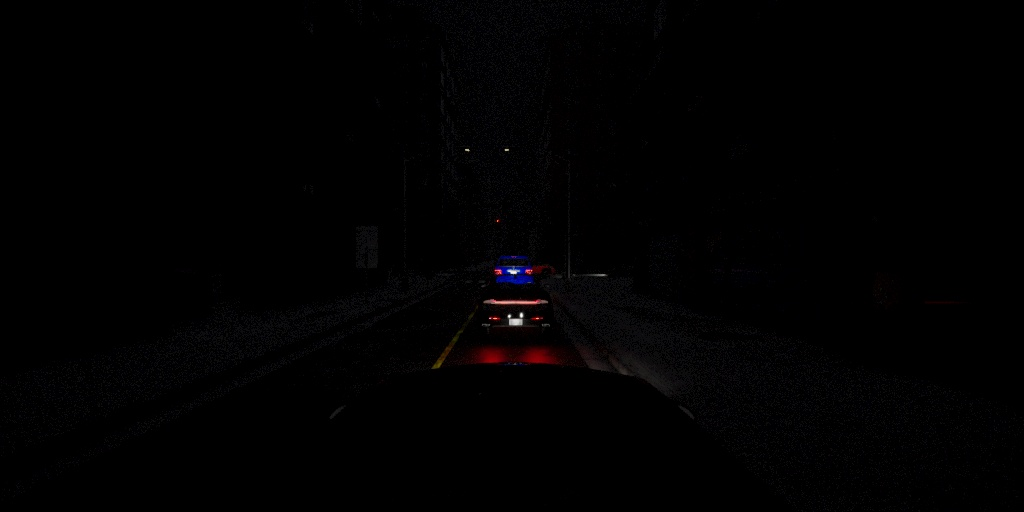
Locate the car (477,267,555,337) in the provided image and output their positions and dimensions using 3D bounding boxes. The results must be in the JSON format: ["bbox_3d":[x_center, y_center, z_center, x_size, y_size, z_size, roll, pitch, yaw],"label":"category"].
[{"bbox_3d":[0.100,1.241,10.318,2.128,1.511,4.902,0,0,0],"label":"car"}]

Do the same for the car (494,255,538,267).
[{"bbox_3d":[0.107,0.971,20.630,2.150,2.045,5.566,0,0,1],"label":"car"}]

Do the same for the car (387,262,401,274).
[{"bbox_3d":[-14.651,1.289,40.293,4.313,1.339,1.948,0,0,0],"label":"car"}]

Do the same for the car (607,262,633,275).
[{"bbox_3d":[12.166,1.315,37.648,4.181,1.385,1.994,0,0,0],"label":"car"}]

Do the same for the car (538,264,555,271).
[{"bbox_3d":[1.863,1.103,34.741,4.553,1.767,2.097,0,0,0],"label":"car"}]
